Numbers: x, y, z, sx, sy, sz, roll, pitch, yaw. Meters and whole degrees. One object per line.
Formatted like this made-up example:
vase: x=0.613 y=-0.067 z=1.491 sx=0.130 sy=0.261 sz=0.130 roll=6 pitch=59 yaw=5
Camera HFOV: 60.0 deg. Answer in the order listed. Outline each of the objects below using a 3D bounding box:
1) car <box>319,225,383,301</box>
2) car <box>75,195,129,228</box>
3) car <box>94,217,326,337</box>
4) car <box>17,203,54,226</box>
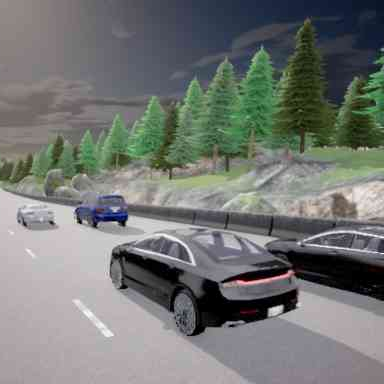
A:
car: x=3.688 y=1.492 z=7.372 sx=2.128 sy=1.511 sz=4.902 roll=0 pitch=0 yaw=-34
car: x=-6.086 y=1.193 z=22.116 sx=2.150 sy=2.045 sz=5.566 roll=0 pitch=0 yaw=-34
car: x=-0.134 y=1.486 z=6.803 sx=2.128 sy=1.511 sz=4.902 roll=0 pitch=0 yaw=-34
car: x=-10.769 y=1.487 z=22.842 sx=1.812 sy=1.442 sz=4.674 roll=0 pitch=0 yaw=-34
